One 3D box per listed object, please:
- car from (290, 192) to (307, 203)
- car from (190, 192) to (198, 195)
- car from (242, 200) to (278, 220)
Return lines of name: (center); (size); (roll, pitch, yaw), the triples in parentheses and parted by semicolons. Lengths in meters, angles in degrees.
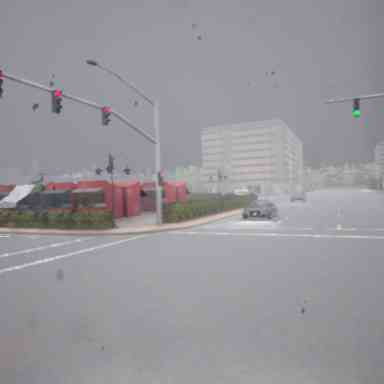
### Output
car: (15.371, 0.711, 47.993); (1.994, 1.385, 4.181); (-2, 0, 24)
car: (-0.321, 1.008, 66.396); (4.605, 1.855, 1.932); (-2, 0, 24)
car: (5.075, 1.292, 24.604); (1.994, 1.385, 4.181); (-2, 0, 24)
